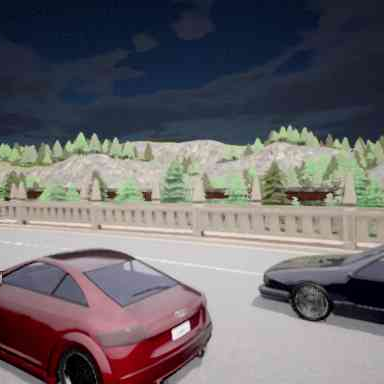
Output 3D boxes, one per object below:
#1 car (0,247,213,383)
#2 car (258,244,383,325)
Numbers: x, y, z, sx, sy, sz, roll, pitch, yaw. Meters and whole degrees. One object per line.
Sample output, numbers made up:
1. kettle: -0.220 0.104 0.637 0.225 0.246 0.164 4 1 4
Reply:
1. car: -1.797 1.555 4.919 4.181 1.385 1.994 0 0 33
2. car: 3.868 1.516 5.429 5.357 1.411 2.033 0 0 35
